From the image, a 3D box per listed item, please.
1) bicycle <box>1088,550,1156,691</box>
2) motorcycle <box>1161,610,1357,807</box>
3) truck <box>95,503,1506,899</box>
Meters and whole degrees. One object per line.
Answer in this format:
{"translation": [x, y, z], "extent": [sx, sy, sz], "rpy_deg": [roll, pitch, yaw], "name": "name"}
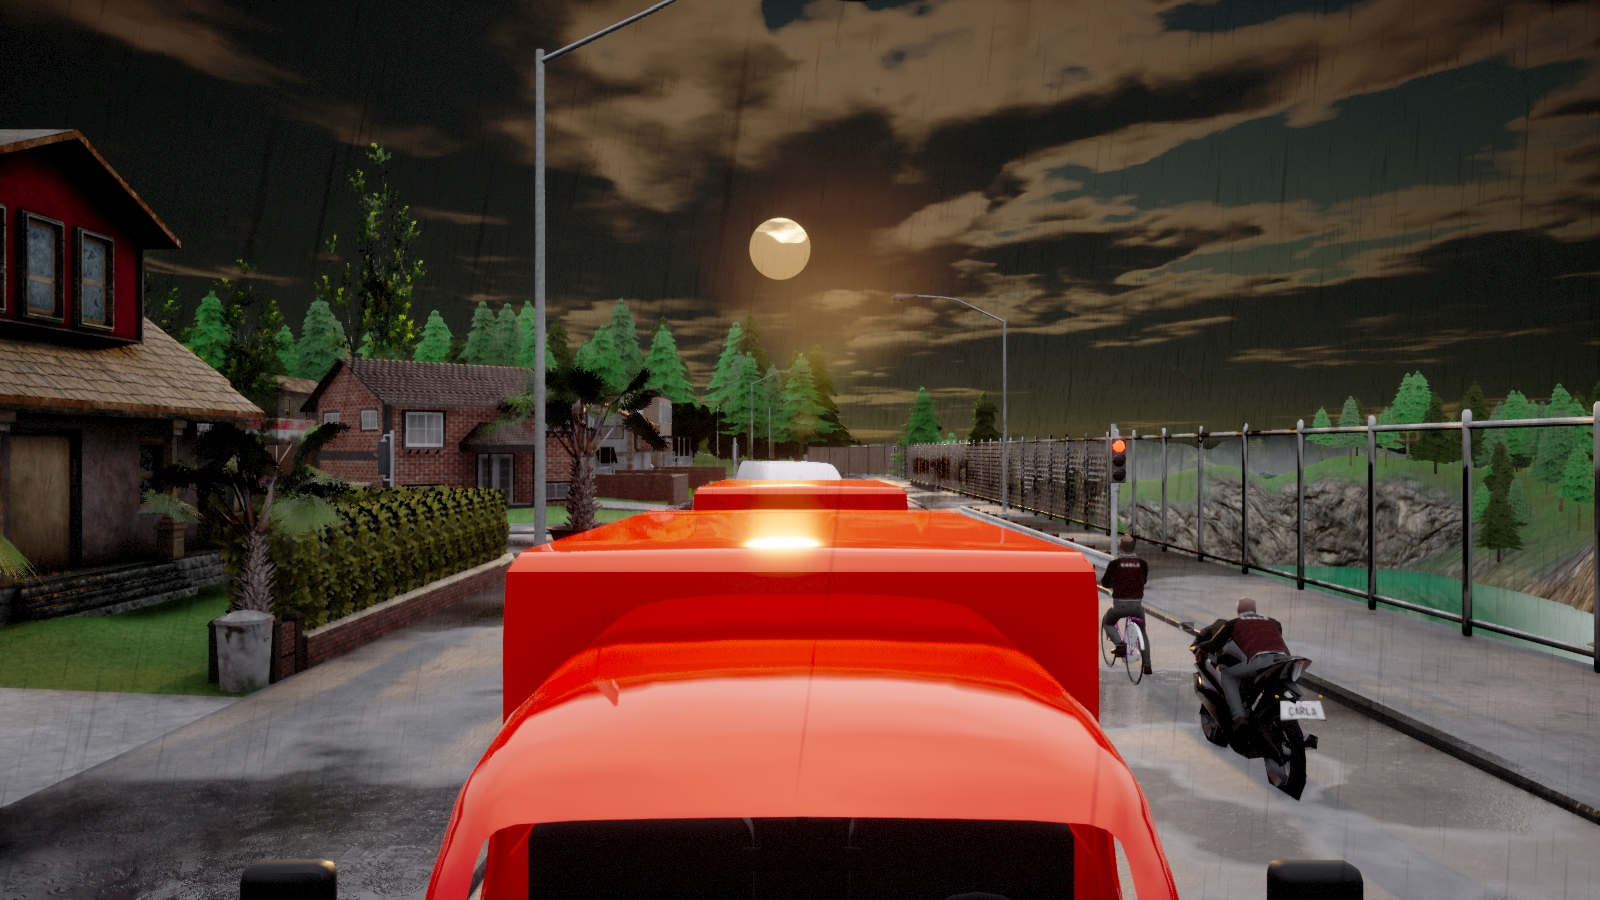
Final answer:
{"translation": [3.986, 2.066, 14.240], "extent": [0.329, 1.471, 1.835], "rpy_deg": [0, 0, 0], "name": "bicycle"}
{"translation": [4.000, 2.210, 10.191], "extent": [0.867, 1.251, 2.209], "rpy_deg": [0, 0, 0], "name": "motorcycle"}
{"translation": [-0.001, 1.570, 4.728], "extent": [2.627, 2.467, 5.204], "rpy_deg": [0, 0, 0], "name": "truck"}
